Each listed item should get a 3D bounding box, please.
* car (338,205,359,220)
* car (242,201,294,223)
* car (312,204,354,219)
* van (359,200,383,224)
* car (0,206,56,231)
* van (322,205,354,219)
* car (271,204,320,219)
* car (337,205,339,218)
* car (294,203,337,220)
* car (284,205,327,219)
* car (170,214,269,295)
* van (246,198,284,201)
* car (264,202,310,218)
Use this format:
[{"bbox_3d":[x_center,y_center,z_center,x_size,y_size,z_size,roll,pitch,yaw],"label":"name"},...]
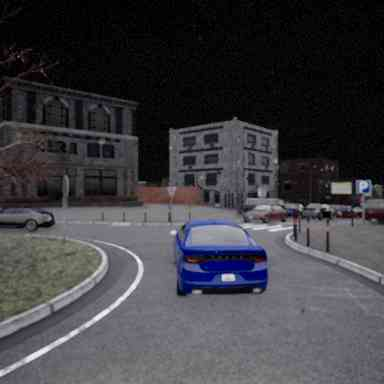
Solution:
[{"bbox_3d":[21.407,2.865,43.961,1.882,1.535,5.008,0,-4,41],"label":"car"},{"bbox_3d":[5.801,1.644,25.741,1.812,1.442,4.674,0,-2,42],"label":"car"},{"bbox_3d":[21.864,2.988,51.629,5.566,2.045,2.435,0,-3,40],"label":"car"},{"bbox_3d":[15.264,1.569,24.664,4.442,1.987,1.878,0,-3,40],"label":"van"},{"bbox_3d":[-10.365,1.523,19.714,4.181,1.385,1.994,0,0,4],"label":"car"},{"bbox_3d":[23.603,3.185,53.805,4.442,1.987,1.878,0,-3,40],"label":"van"},{"bbox_3d":[12.778,2.387,41.216,5.366,1.575,1.946,0,-3,40],"label":"car"},{"bbox_3d":[20.290,3.073,49.455,5.366,1.575,1.946,0,-3,40],"label":"car"},{"bbox_3d":[12.549,1.910,33.597,2.097,1.767,4.553,0,-3,41],"label":"car"},{"bbox_3d":[14.747,2.591,43.196,4.792,1.488,2.163,0,-3,40],"label":"car"},{"bbox_3d":[0.481,1.455,8.722,1.882,1.535,5.008,0,0,-5],"label":"car"},{"bbox_3d":[7.343,1.672,34.737,4.442,1.987,1.878,0,-3,40],"label":"van"},{"bbox_3d":[11.057,2.086,38.865,4.553,1.767,2.185,0,-3,40],"label":"car"}]
